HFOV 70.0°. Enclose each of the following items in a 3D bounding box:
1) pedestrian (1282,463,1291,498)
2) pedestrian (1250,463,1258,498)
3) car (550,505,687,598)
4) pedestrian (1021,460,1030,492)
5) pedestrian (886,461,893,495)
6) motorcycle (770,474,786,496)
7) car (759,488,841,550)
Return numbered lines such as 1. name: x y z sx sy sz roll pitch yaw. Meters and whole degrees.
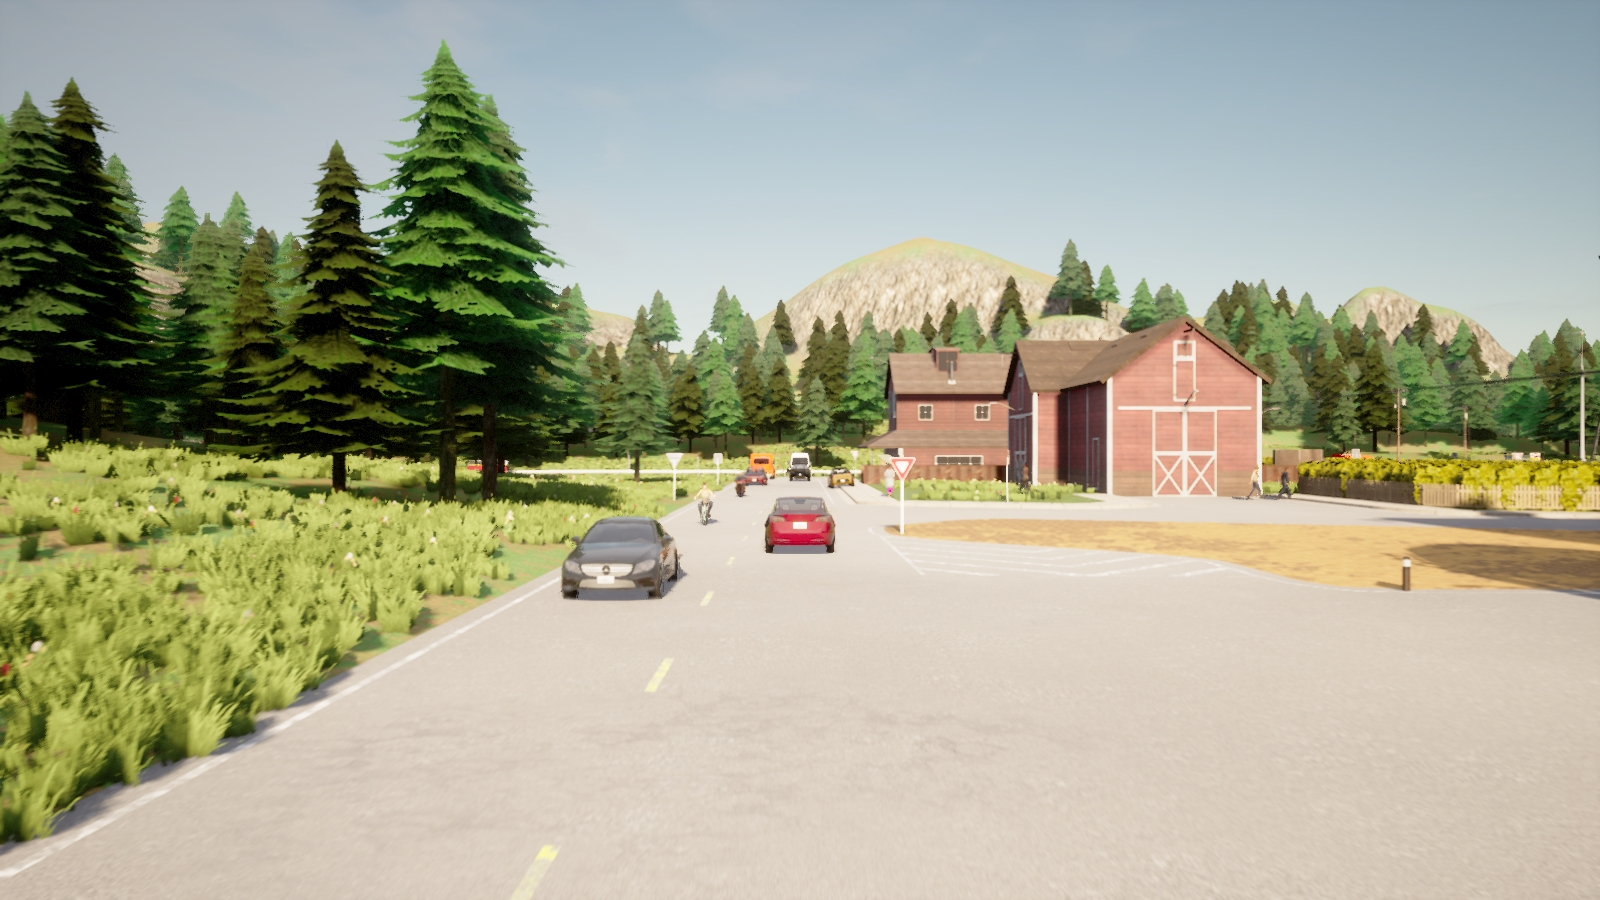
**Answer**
1. pedestrian: 25.992 1.618 61.076 0.375 1.860 0.375 0 0 10
2. pedestrian: 24.358 1.617 61.304 0.375 1.860 0.375 0 0 29
3. car: -3.504 1.941 22.936 2.002 1.442 4.674 0 0 0
4. pedestrian: 13.000 1.491 65.920 0.375 1.860 0.375 0 0 -39
5. pedestrian: 4.992 1.556 63.609 0.375 1.860 0.375 0 0 1
6. motorcycle: -1.300 2.065 67.283 0.867 1.251 2.209 0 0 0
7. car: 0.001 1.923 32.836 2.163 1.488 4.792 0 0 0
